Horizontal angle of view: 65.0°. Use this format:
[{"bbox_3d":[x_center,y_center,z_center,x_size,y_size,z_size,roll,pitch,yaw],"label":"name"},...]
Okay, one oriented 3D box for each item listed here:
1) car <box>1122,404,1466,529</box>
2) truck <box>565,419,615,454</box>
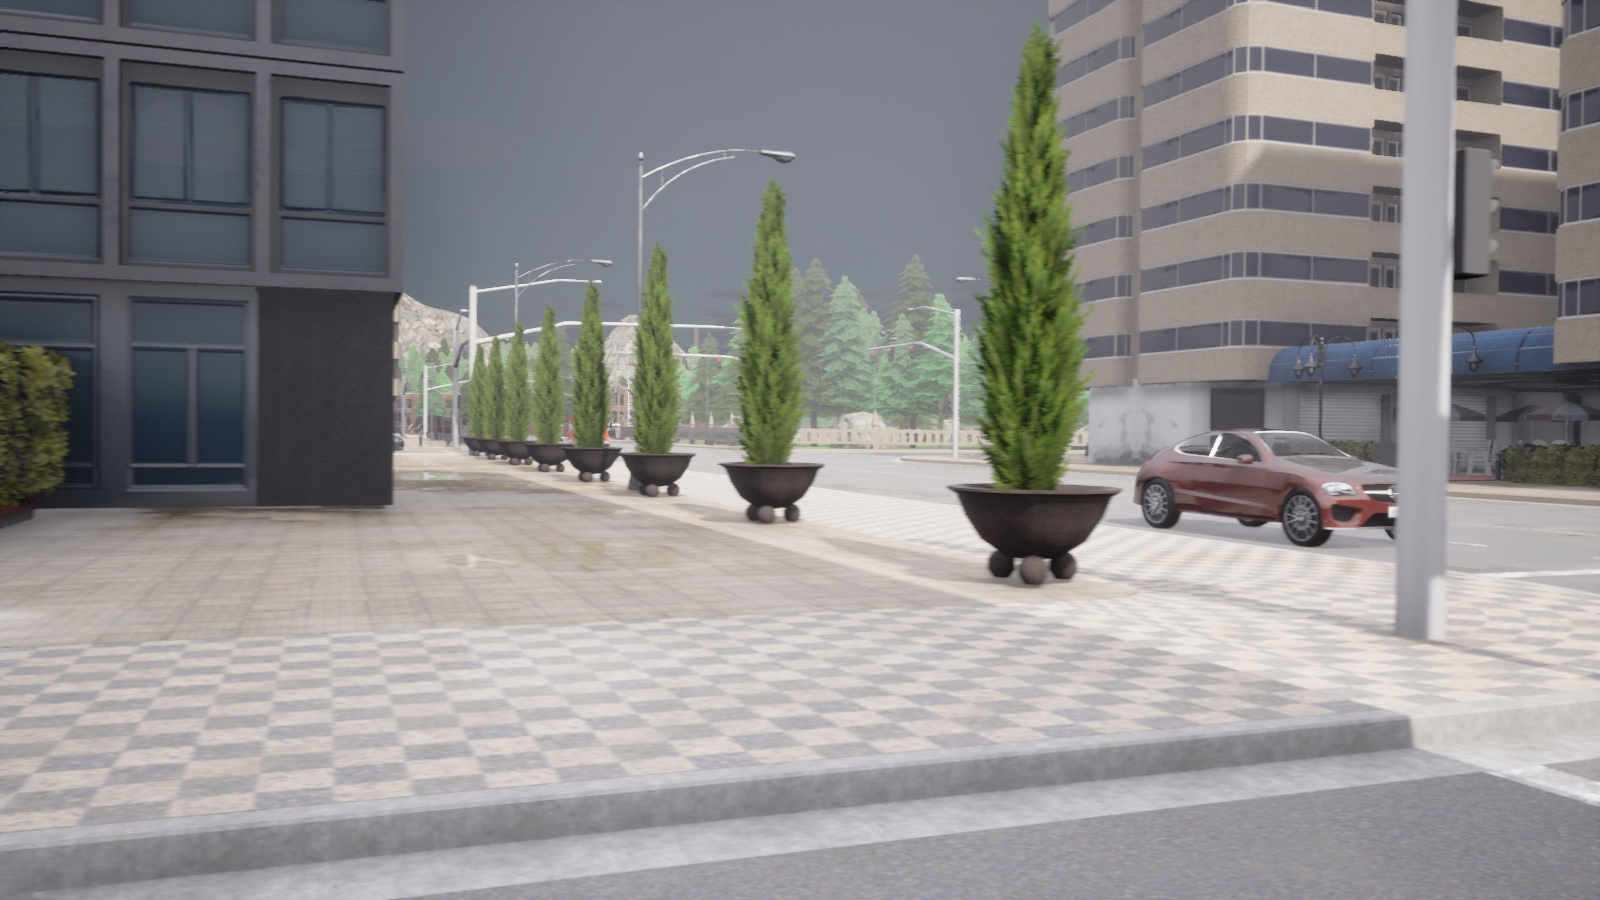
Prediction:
[{"bbox_3d":[7.368,0.181,19.415,2.152,1.651,5.027,-1,1,-20],"label":"car"},{"bbox_3d":[-15.198,-1.002,90.800,2.627,2.467,5.204,-1,1,-20],"label":"truck"}]
